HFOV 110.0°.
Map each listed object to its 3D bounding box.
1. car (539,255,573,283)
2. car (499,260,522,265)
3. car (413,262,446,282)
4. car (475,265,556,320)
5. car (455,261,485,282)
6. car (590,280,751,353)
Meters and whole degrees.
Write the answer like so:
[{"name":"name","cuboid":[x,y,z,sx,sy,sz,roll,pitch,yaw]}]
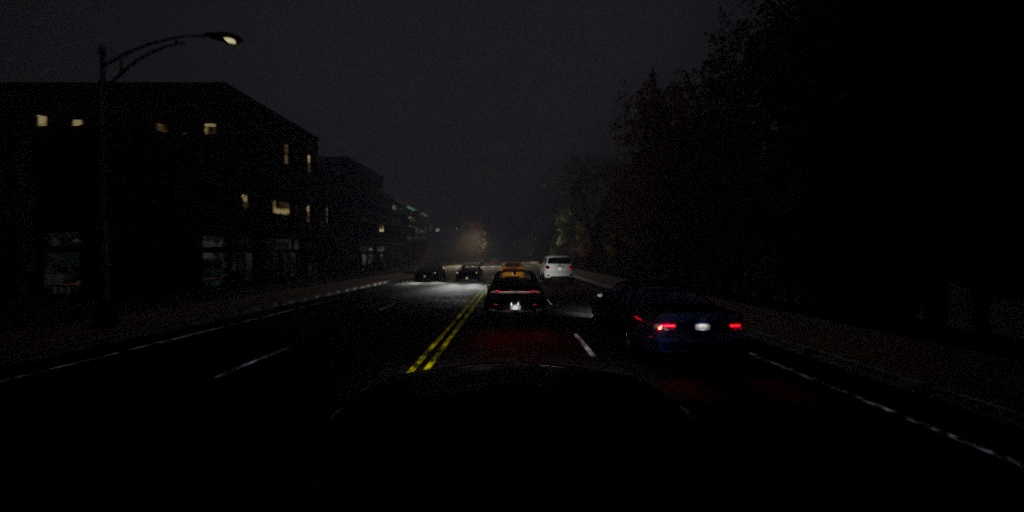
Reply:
[{"name":"car","cuboid":[3.342,0.960,27.776,2.150,2.045,5.566,0,0,0]},{"name":"car","cuboid":[0.090,1.215,30.225,1.882,1.535,5.008,0,0,0]},{"name":"car","cuboid":[-6.606,1.264,29.448,1.812,1.442,4.674,0,0,0]},{"name":"car","cuboid":[0.097,1.237,12.543,2.128,1.511,4.902,0,0,0]},{"name":"car","cuboid":[-3.357,1.339,28.876,1.895,1.301,4.718,0,0,0]},{"name":"car","cuboid":[3.347,1.294,8.811,2.033,1.411,5.357,0,0,0]}]
